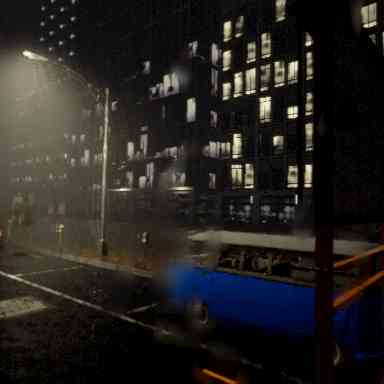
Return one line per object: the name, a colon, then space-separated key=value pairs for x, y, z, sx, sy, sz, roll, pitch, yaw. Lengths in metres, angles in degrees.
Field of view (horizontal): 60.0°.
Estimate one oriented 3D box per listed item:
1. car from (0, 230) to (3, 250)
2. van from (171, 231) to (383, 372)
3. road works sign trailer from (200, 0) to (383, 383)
car: x=-11.183 y=2.054 z=16.761 sx=4.097 sy=1.590 sz=1.967 roll=-1 pitch=-3 yaw=40
van: x=1.432 y=1.679 z=6.008 sx=3.998 sy=1.788 sz=1.690 roll=-1 pitch=-3 yaw=40
road works sign trailer: x=1.230 y=0.636 z=2.713 sx=2.880 sy=3.560 sz=2.380 roll=-1 pitch=-4 yaw=40
